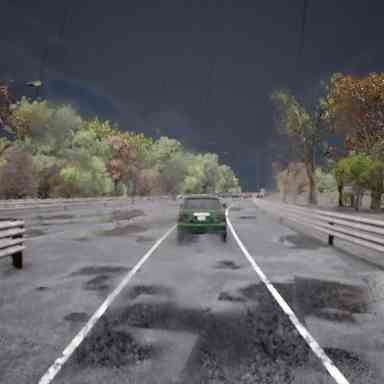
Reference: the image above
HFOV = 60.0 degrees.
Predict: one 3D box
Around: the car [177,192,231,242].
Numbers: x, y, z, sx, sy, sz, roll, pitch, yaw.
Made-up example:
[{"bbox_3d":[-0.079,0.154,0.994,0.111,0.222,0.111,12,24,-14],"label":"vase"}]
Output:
[{"bbox_3d":[0.537,1.168,16.355,2.150,2.045,5.566,0,0,3],"label":"car"}]
